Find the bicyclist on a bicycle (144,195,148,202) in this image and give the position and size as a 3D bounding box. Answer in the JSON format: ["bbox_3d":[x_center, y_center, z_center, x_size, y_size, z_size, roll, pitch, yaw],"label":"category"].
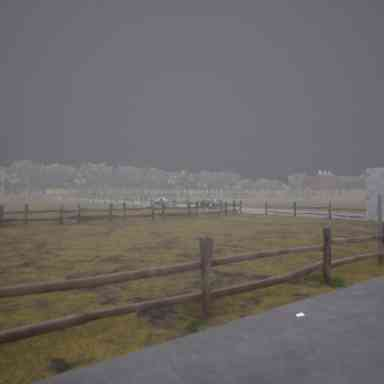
[{"bbox_3d":[-10.135,1.497,72.521,0.659,1.776,1.843,-1,1,-35],"label":"bicyclist on a bicycle"}]

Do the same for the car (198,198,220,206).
[{"bbox_3d":[2.757,1.656,52.966,2.128,1.511,4.902,-1,1,-35],"label":"car"}]

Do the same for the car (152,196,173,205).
[{"bbox_3d":[-5.897,1.670,65.216,1.837,1.490,4.892,-1,1,-35],"label":"car"}]

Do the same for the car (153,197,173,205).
[{"bbox_3d":[-5.256,1.774,59.546,1.812,1.442,4.674,-1,1,-35],"label":"car"}]

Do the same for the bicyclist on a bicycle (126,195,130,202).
[{"bbox_3d":[-15.337,1.534,79.868,0.866,1.612,1.509,-2,1,-35],"label":"bicyclist on a bicycle"}]
